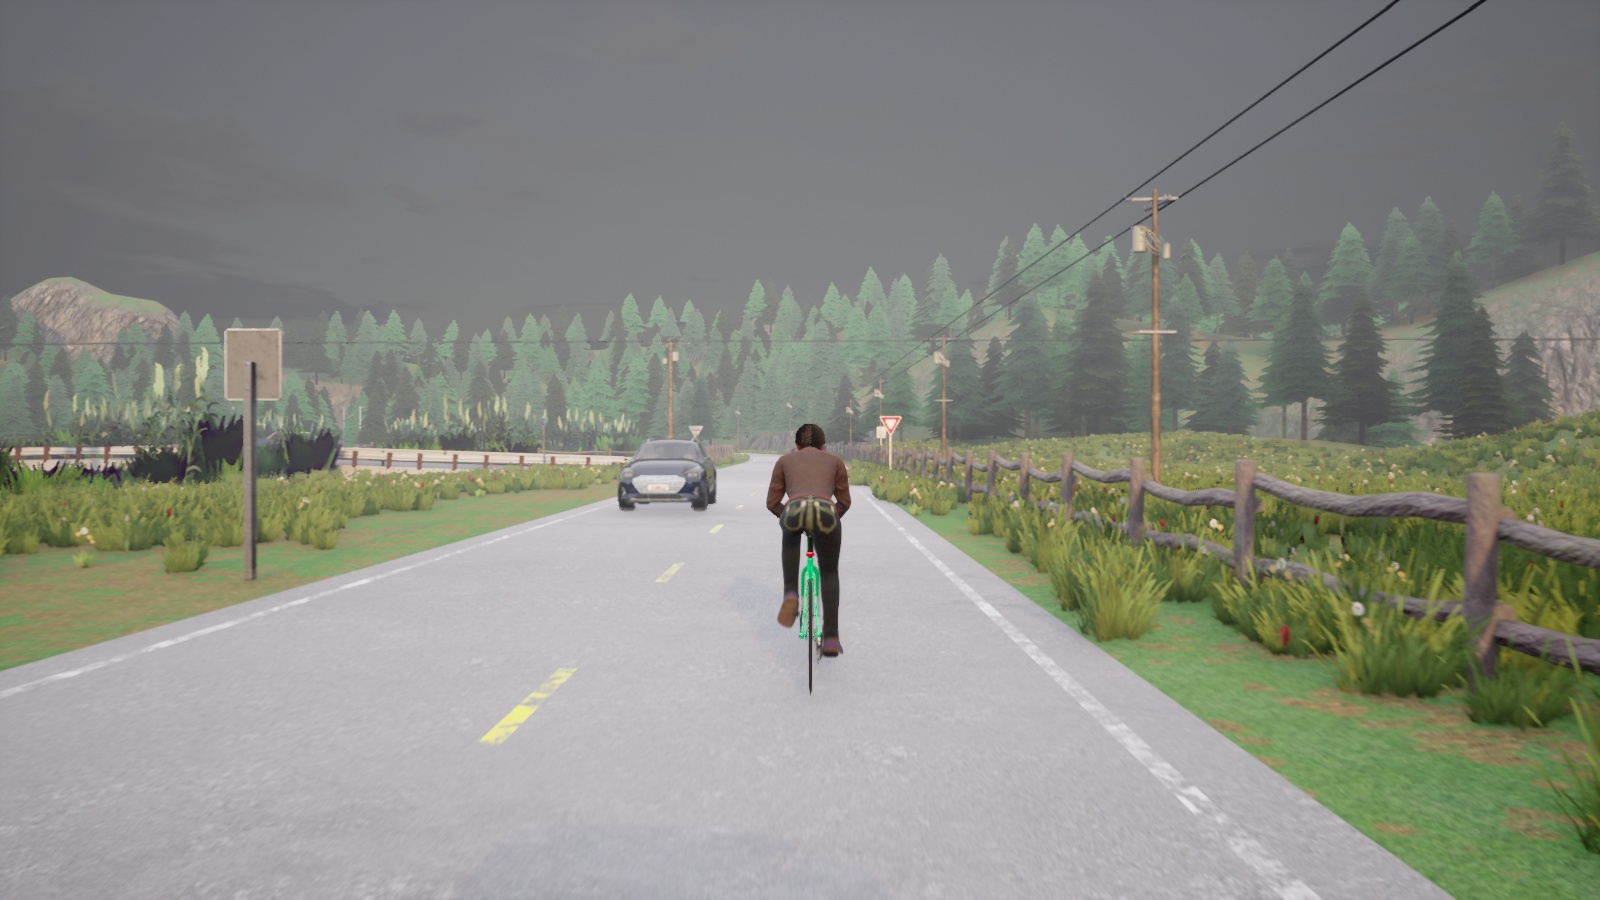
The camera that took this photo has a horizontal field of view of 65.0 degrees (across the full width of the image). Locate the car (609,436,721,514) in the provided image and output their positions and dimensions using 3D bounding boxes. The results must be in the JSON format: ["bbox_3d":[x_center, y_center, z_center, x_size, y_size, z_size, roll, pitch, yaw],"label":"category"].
[{"bbox_3d":[-3.011,0.510,29.027,2.033,1.649,4.856,0,0,0],"label":"car"}]

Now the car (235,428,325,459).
[{"bbox_3d":[-26.904,-0.326,65.053,3.806,1.475,1.970,1,0,3],"label":"car"}]

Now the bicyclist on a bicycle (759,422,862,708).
[{"bbox_3d":[0.063,0.655,7.948,0.582,1.620,1.656,0,0,0],"label":"bicyclist on a bicycle"}]
